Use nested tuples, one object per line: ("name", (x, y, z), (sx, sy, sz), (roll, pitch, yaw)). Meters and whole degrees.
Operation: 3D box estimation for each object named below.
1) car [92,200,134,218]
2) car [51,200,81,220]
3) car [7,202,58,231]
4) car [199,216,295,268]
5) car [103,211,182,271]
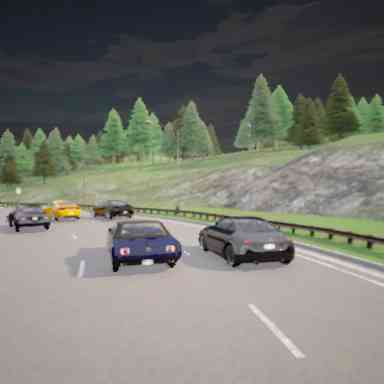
("car", (-6.533, 1.372, 27.037), (1.882, 1.535, 5.008), (0, 0, -38))
("car", (-10.506, 1.404, 26.383), (1.882, 1.535, 5.008), (0, 0, -40))
("car", (-10.033, 1.505, 20.333), (2.033, 1.411, 5.357), (-1, 0, -34))
("car", (1.645, 1.487, 11.223), (1.994, 1.385, 4.181), (0, 0, -15))
("car", (-1.775, 1.551, 10.892), (1.895, 1.301, 4.718), (0, 0, -16))
